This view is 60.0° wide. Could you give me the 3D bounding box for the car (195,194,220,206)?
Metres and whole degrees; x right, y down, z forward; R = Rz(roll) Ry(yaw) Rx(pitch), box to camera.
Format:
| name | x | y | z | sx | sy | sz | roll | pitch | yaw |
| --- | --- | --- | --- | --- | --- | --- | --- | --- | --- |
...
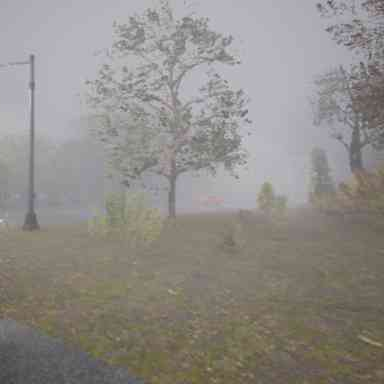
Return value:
| name | x | y | z | sx | sy | sz | roll | pitch | yaw |
| --- | --- | --- | --- | --- | --- | --- | --- | --- | --- |
| car | 2.763 | 1.489 | 58.155 | 2.150 | 2.045 | 5.566 | 0 | 1 | 36 |
